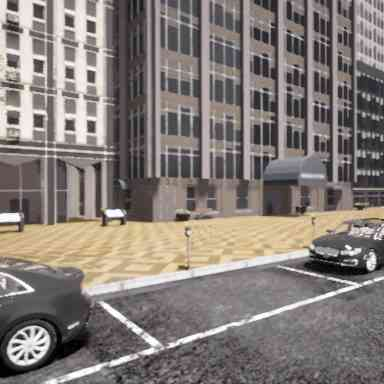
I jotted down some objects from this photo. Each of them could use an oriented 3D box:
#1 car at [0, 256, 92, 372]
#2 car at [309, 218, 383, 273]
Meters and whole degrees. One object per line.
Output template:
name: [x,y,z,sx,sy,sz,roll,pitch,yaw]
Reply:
car: [-3.503,1.552,4.064,4.403,1.369,2.008,0,0,-36]
car: [5.488,1.531,10.479,4.403,1.369,2.008,0,0,-36]
